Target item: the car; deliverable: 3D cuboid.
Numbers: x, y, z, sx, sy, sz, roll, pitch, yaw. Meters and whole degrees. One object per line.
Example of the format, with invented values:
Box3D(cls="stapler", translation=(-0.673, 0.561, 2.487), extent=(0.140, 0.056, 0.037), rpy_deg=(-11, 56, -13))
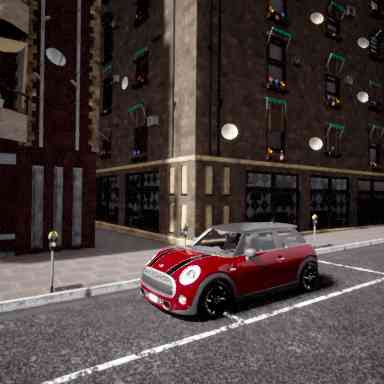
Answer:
Box3D(cls="car", translation=(0.907, 1.442, 7.335), extent=(4.097, 1.590, 1.967), rpy_deg=(0, 1, -35))
